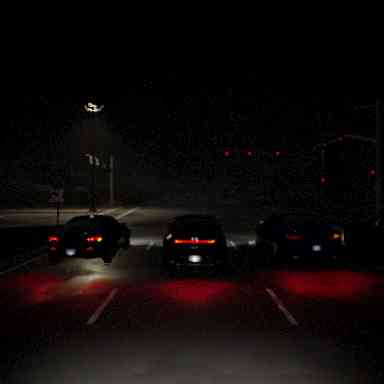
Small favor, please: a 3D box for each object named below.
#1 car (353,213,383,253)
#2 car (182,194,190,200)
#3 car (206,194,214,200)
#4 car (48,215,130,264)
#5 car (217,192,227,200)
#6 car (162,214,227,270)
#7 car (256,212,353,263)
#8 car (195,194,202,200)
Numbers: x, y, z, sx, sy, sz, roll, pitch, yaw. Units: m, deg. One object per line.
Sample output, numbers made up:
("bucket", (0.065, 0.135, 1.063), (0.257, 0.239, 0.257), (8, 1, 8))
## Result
("car", (7.087, 1.481, 11.658), (2.128, 1.511, 4.902), (0, 0, 0))
("car", (-1.724, 1.467, 95.418), (1.994, 1.385, 4.181), (0, 0, 0))
("car", (5.274, 1.392, 94.974), (1.882, 1.535, 5.008), (0, 0, 0))
("car", (-3.415, 1.516, 11.677), (1.812, 1.442, 4.674), (0, 0, 0))
("car", (8.773, 1.139, 94.573), (2.150, 2.045, 5.566), (0, 0, 0))
("car", (0.086, 1.494, 11.022), (1.837, 1.490, 4.892), (0, 0, 0))
("car", (3.588, 1.468, 12.004), (1.882, 1.535, 5.008), (0, 0, 0))
("car", (1.774, 1.392, 94.988), (1.882, 1.535, 5.008), (0, 0, 0))
